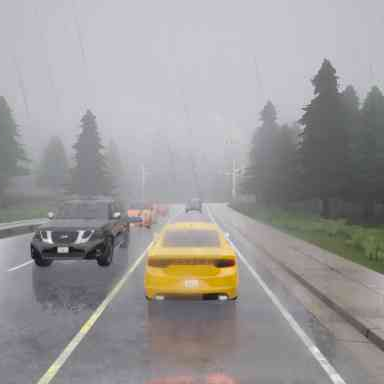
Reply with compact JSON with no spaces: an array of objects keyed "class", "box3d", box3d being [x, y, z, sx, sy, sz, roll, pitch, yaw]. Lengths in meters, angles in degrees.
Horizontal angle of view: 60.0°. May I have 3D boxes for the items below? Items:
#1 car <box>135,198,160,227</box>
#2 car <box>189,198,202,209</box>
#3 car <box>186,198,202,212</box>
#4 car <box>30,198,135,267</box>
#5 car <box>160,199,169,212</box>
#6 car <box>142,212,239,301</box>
[{"class":"car","box3d":[-3.589,1.417,22.222,2.097,1.767,4.553,0,0,0]},{"class":"car","box3d":[0.607,1.659,49.405,1.837,1.490,4.892,0,0,2]},{"class":"car","box3d":[0.224,1.668,39.012,2.033,1.411,5.357,0,0,2]},{"class":"car","box3d":[-3.628,1.253,11.928,2.150,2.045,5.566,0,0,-2]},{"class":"car","box3d":[-3.450,1.451,32.473,2.097,1.767,4.553,0,0,1]},{"class":"car","box3d":[-0.011,1.498,8.451,1.882,1.535,5.008,0,0,0]}]
